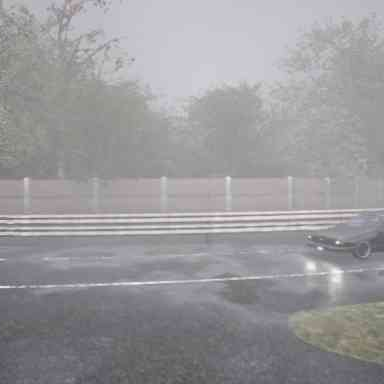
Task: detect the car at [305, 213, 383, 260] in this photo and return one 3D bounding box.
[{"bbox_3d":[6.879,1.508,12.184,5.357,1.411,2.033,-1,0,-18],"label":"car"}]
